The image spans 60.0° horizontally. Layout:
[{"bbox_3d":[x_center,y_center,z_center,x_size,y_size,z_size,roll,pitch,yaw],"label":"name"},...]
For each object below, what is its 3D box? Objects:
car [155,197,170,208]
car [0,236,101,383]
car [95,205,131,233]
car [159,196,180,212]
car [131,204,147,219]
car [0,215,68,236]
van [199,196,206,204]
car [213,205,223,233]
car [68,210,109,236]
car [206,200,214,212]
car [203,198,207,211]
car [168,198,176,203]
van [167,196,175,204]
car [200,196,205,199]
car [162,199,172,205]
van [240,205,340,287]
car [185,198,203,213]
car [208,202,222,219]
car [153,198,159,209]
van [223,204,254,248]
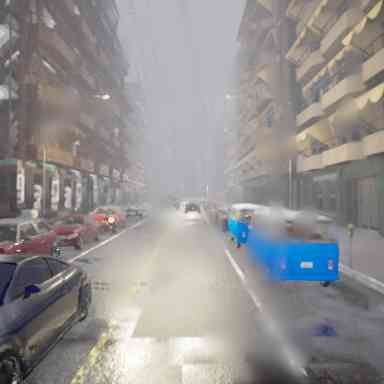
[{"bbox_3d":[-5.309,1.802,60.313,2.192,1.841,5.009,1,0,0],"label":"car"},{"bbox_3d":[-2.850,1.601,4.551,1.994,1.385,4.181,0,0,0],"label":"car"},{"bbox_3d":[-5.304,1.605,20.618,1.967,1.590,4.097,1,0,0],"label":"car"},{"bbox_3d":[-2.839,1.588,45.730,2.150,2.045,5.566,0,0,0],"label":"car"},{"bbox_3d":[-5.305,1.806,31.958,2.008,1.369,4.403,1,0,0],"label":"car"},{"bbox_3d":[-5.305,1.515,9.276,1.967,1.590,4.097,1,0,0],"label":"car"},{"bbox_3d":[2.580,2.019,83.024,1.690,1.788,3.998,1,0,0],"label":"van"},{"bbox_3d":[2.574,1.731,20.646,1.947,1.339,4.313,1,0,0],"label":"car"},{"bbox_3d":[-5.306,1.702,14.946,1.802,1.307,4.206,1,0,0],"label":"car"},{"bbox_3d":[2.575,1.782,32.157,1.752,1.417,4.829,1,0,0],"label":"car"},{"bbox_3d":[2.576,1.874,43.498,1.752,1.417,4.829,1,0,0],"label":"car"},{"bbox_3d":[-5.270,2.271,88.665,1.887,1.381,4.507,1,0,0],"label":"car"},{"bbox_3d":[-5.268,2.019,82.996,1.690,1.788,3.998,1,0,0],"label":"van"},{"bbox_3d":[2.577,2.132,71.681,2.008,1.369,4.403,1,0,0],"label":"car"},{"bbox_3d":[-5.282,2.164,71.652,1.802,1.307,4.206,1,0,0],"label":"car"},{"bbox_3d":[2.577,1.416,9.307,1.690,1.788,3.998,1,0,0],"label":"van"},{"bbox_3d":[0.091,1.858,41.523,1.812,1.442,4.674,0,-1,0],"label":"car"},{"bbox_3d":[2.575,1.755,26.316,1.887,1.381,4.507,1,0,0],"label":"car"},{"bbox_3d":[-5.309,1.964,54.471,1.752,1.417,4.829,1,0,0],"label":"car"},{"bbox_3d":[2.577,1.461,14.977,1.690,1.788,3.998,1,0,0],"label":"van"}]
